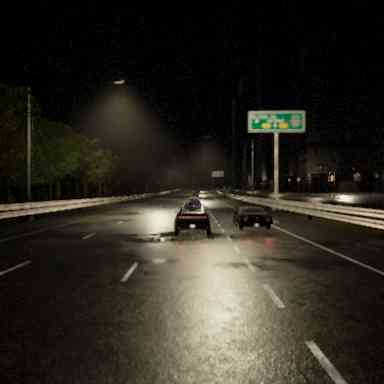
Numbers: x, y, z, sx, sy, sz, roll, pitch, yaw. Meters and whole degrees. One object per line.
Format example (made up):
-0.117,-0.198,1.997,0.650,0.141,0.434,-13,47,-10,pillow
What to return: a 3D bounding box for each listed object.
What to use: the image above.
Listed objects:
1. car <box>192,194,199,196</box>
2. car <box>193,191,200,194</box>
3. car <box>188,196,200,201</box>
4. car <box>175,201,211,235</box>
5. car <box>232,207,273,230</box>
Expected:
0.339,1.446,56.134,1.895,1.301,4.718,0,0,1,car
0.908,1.045,92.128,1.812,1.442,4.674,0,1,1,car
0.162,1.498,38.440,1.994,1.385,4.181,0,0,0,car
0.040,1.475,18.782,2.128,1.511,4.902,0,0,0,car
3.651,1.581,20.979,1.895,1.301,4.718,0,0,0,car
